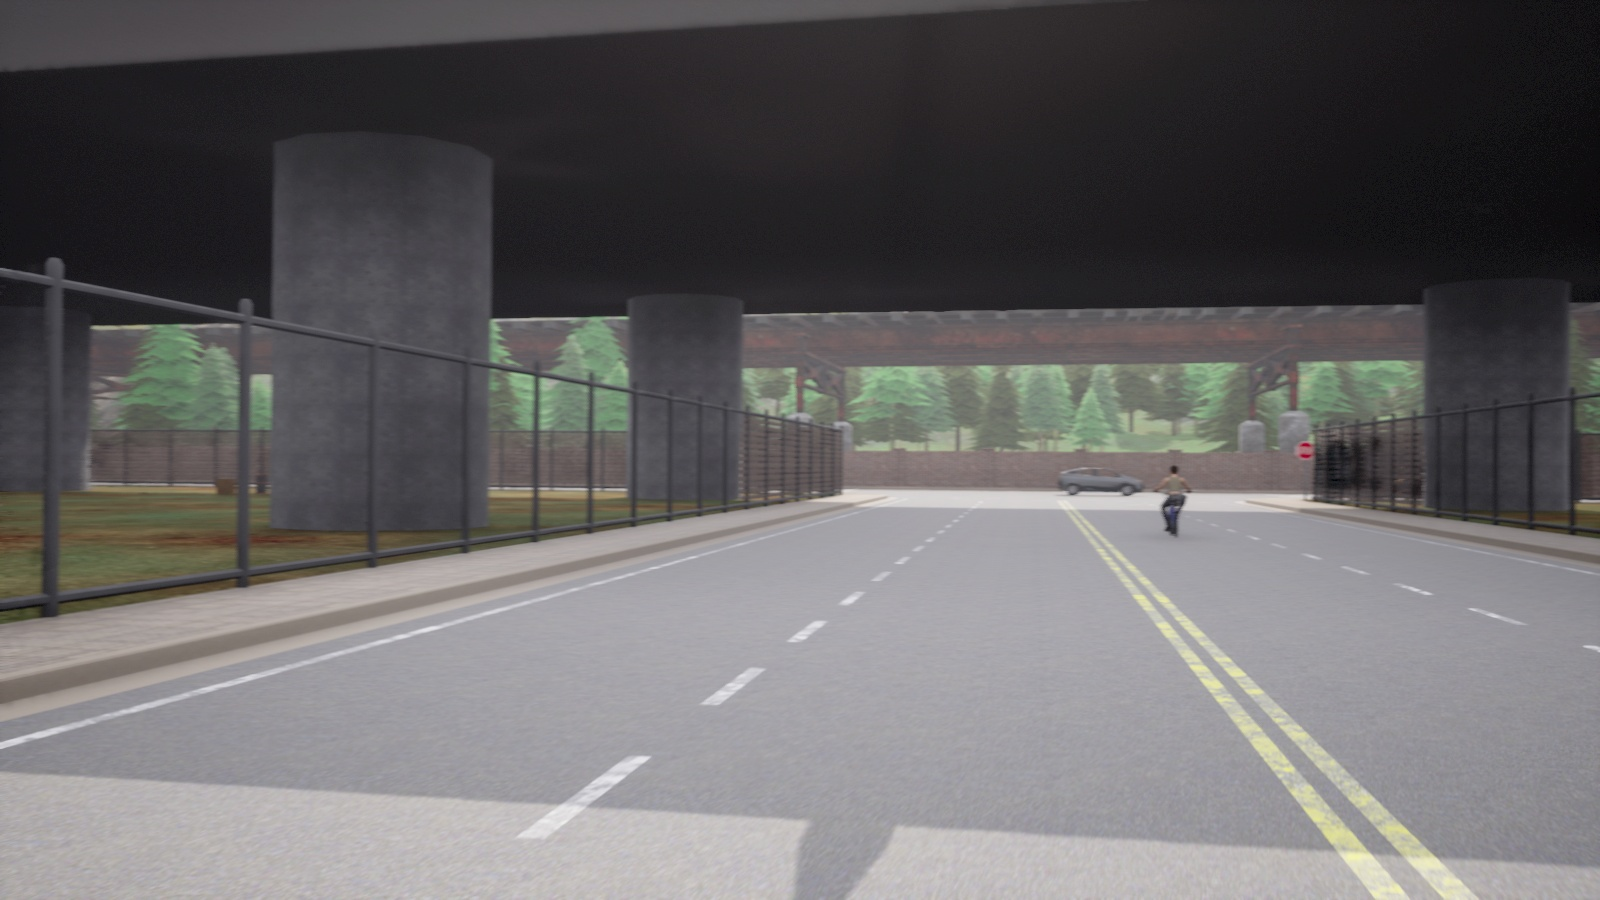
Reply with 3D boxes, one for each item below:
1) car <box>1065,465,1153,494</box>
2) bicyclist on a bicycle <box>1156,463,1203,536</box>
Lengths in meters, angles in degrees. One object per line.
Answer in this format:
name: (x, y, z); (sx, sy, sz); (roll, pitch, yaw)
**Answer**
car: (16.476, 1.547, 67.198); (4.514, 1.525, 2.007); (0, -1, 12)
bicyclist on a bicycle: (8.573, 1.093, 28.405); (0.866, 1.612, 1.509); (0, -1, 11)
